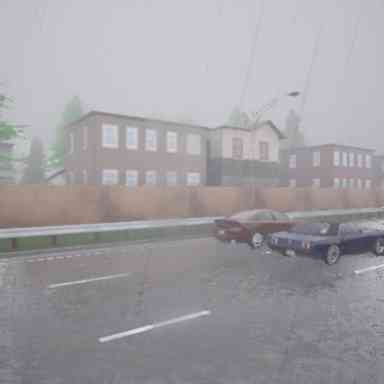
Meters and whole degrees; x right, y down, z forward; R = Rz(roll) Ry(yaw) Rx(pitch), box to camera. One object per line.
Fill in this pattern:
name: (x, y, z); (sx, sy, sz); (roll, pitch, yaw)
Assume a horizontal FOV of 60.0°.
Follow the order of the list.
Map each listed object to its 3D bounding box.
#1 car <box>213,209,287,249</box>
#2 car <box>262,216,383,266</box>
car: (3.210, 1.476, 14.684); (5.008, 1.535, 1.882); (1, 0, -35)
car: (4.882, 1.599, 11.580); (4.718, 1.301, 1.895); (0, 0, -35)
